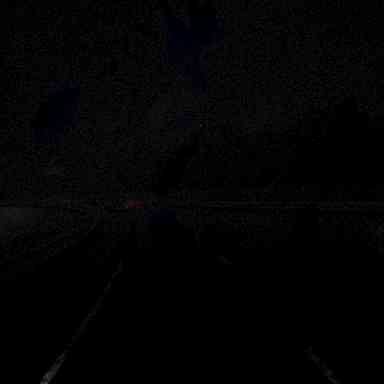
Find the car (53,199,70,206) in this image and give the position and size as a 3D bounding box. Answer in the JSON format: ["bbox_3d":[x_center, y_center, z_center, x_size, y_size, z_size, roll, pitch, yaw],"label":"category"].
[{"bbox_3d":[-33.193,2.668,84.617,5.008,1.535,1.882,-1,-1,39],"label":"car"}]

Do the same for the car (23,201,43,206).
[{"bbox_3d":[-38.751,2.794,80.083,4.718,1.301,1.895,-1,-1,37],"label":"car"}]

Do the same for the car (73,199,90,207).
[{"bbox_3d":[-24.768,2.503,71.908,2.128,1.511,4.902,0,-1,-43],"label":"car"}]

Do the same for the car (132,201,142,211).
[{"bbox_3d":[-8.948,2.071,49.503,1.882,1.535,5.008,0,0,-27],"label":"car"}]

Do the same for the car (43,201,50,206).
[{"bbox_3d":[-36.176,2.793,82.523,4.718,1.301,1.895,-1,-1,37],"label":"car"}]

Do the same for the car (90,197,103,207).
[{"bbox_3d":[-21.441,2.186,73.446,2.150,2.045,5.566,0,-1,-43],"label":"car"}]

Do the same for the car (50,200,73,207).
[{"bbox_3d":[-27.299,2.573,69.488,1.895,1.301,4.718,0,-1,-43],"label":"car"}]

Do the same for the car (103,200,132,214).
[{"bbox_3d":[-9.794,2.088,43.435,2.033,1.411,5.357,0,-1,-25],"label":"car"}]
